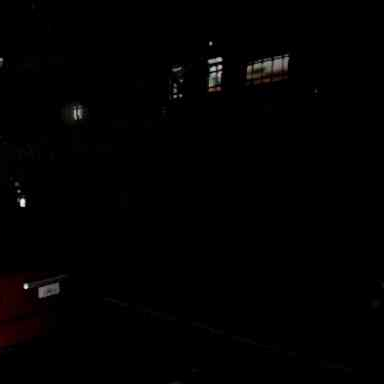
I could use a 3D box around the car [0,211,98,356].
[{"bbox_3d":[-3.676,1.247,5.428,5.009,1.841,2.192,1,1,35],"label":"car"}]
